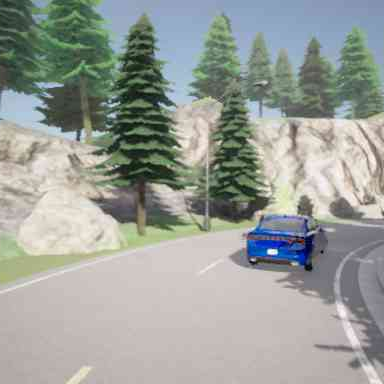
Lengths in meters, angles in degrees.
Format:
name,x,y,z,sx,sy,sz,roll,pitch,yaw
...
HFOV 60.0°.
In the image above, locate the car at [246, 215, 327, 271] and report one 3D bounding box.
name,x,y,z,sx,sy,sz,roll,pitch,yaw
car,3.369,1.507,11.359,1.882,1.535,5.008,0,0,28
